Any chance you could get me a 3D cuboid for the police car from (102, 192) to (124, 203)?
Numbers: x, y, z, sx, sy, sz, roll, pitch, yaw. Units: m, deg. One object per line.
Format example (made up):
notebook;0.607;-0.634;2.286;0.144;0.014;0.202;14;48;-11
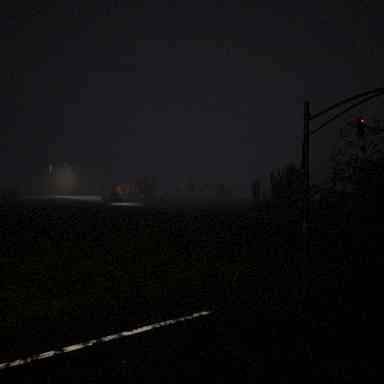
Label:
police car;-11.806;0.821;49.790;2.038;1.542;4.974;1;0;-32
